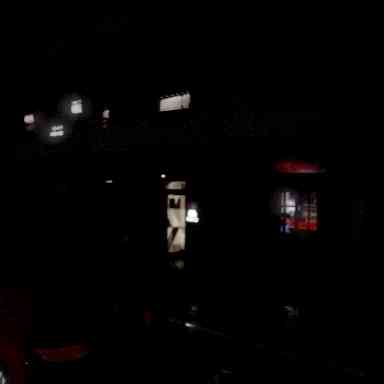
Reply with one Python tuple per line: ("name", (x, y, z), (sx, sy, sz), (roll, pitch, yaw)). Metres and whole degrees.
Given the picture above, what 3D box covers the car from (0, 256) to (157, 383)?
("car", (-2.347, 1.568, 4.539), (4.206, 1.307, 1.802), (0, 1, 36))
